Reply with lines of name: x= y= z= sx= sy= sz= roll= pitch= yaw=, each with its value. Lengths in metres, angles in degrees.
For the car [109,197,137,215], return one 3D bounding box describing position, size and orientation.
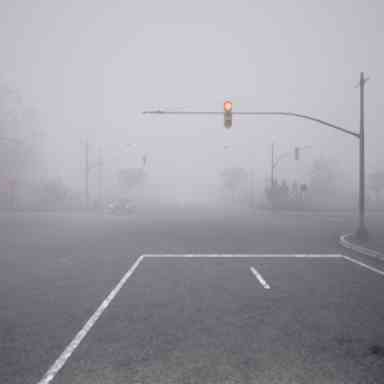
car: x=-6.931 y=1.309 z=33.711 sx=2.097 sy=1.767 sz=4.553 roll=0 pitch=0 yaw=0
